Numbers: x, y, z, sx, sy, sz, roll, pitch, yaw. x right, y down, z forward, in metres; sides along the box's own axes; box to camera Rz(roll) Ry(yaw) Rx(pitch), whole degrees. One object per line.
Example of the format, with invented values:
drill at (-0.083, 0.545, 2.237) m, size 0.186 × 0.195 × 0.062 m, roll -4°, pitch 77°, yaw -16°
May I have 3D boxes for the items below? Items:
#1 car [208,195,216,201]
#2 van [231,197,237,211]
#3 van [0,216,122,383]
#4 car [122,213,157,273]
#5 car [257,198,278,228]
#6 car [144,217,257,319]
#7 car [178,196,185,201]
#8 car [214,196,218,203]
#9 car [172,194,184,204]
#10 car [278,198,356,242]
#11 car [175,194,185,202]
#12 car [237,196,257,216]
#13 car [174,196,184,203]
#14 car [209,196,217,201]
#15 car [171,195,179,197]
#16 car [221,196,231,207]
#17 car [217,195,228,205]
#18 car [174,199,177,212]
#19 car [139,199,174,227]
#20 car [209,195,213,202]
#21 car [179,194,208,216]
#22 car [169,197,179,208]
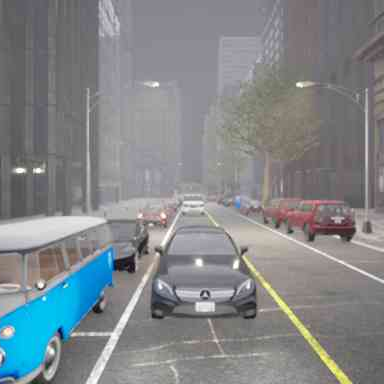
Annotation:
car at (5.602, 1.621, 95.274) m, size 1.967 × 1.590 × 4.097 m, roll 0°, pitch 0°, yaw 0°
van at (5.956, 1.363, 38.879) m, size 1.690 × 1.788 × 3.998 m, roll 0°, pitch 0°, yaw 0°
van at (-2.357, 1.340, 5.005) m, size 1.690 × 1.788 × 3.998 m, roll 0°, pitch 0°, yaw 0°
car at (-2.393, 1.565, 10.643) m, size 1.947 × 1.339 × 4.313 m, roll 0°, pitch 0°, yaw 0°
car at (6.061, 1.320, 21.961) m, size 2.192 × 1.841 × 5.009 m, roll 0°, pitch 0°, yaw 0°
car at (0.195, 1.524, 7.487) m, size 1.812 × 1.442 × 4.674 m, roll 0°, pitch 0°, yaw 0°
car at (-2.923, 1.748, 95.224) m, size 1.947 × 1.339 × 4.313 m, roll 0°, pitch 0°, yaw 0°
car at (5.813, 1.385, 61.437) m, size 2.192 × 1.841 × 5.009 m, roll 0°, pitch 0°, yaw 0°
car at (-2.747, 1.403, 67.031) m, size 2.192 × 1.841 × 5.009 m, roll 0°, pitch 0°, yaw 0°
car at (6.096, 1.316, 16.322) m, size 2.192 × 1.841 × 5.009 m, roll 0°, pitch 0°, yaw 0°
car at (-2.817, 1.437, 78.308) m, size 2.192 × 1.841 × 5.009 m, roll 0°, pitch 0°, yaw 0°
car at (5.991, 1.456, 33.240) m, size 1.967 × 1.590 × 4.097 m, roll 0°, pitch 0°, yaw 0°
car at (-2.782, 1.671, 72.670) m, size 1.947 × 1.339 × 4.313 m, roll 0°, pitch 0°, yaw 0°
car at (5.637, 1.741, 89.633) m, size 1.802 × 1.307 × 4.206 m, roll 0°, pitch 0°, yaw 0°
car at (-2.640, 1.564, 49.945) m, size 1.752 × 1.417 × 4.829 m, roll 0°, pitch 0°, yaw 0°
car at (5.884, 1.620, 50.158) m, size 1.802 × 1.307 × 4.206 m, roll 0°, pitch 0°, yaw 0°
car at (5.849, 1.619, 55.796) m, size 1.947 × 1.339 × 4.313 m, roll 0°, pitch 0°, yaw 0°
car at (-2.499, 1.557, 27.560) m, size 1.887 × 1.381 × 4.507 m, roll 0°, pitch 0°, yaw 0°
car at (-2.464, 1.447, 21.921) m, size 1.967 × 1.590 × 4.097 m, roll 0°, pitch 0°, yaw 0°
car at (5.708, 1.687, 78.354) m, size 1.947 × 1.339 × 4.313 m, roll 0°, pitch 0°, yaw 0°
car at (0.133, 1.237, 33.252) m, size 2.150 × 2.045 × 5.566 m, roll 0°, pitch 0°, yaw 0°
car at (-2.570, 1.605, 38.838) m, size 1.802 × 1.307 × 4.206 m, roll 0°, pitch 0°, yaw 0°
